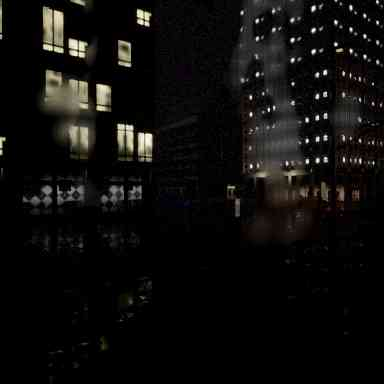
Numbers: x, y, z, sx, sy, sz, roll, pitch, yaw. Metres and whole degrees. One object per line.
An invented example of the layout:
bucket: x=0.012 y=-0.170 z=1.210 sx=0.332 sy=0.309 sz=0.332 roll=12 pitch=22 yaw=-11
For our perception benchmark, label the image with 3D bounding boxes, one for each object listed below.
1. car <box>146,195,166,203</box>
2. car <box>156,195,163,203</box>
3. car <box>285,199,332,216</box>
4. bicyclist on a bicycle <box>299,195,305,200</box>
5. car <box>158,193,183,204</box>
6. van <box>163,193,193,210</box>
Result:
car: x=-6.954 y=1.238 z=63.305 sx=1.887 sy=1.381 sz=4.507 roll=0 pitch=0 yaw=-34
car: x=-6.768 y=1.282 z=58.416 sx=2.033 sy=1.411 sz=5.357 roll=-1 pitch=1 yaw=-35
car: x=11.133 y=1.366 z=31.758 sx=1.882 sy=1.535 sz=5.008 roll=-1 pitch=1 yaw=-33
bicyclist on a bicycle: x=12.950 y=1.117 z=39.221 sx=1.656 sy=1.620 sz=0.582 roll=-1 pitch=1 yaw=-34
car: x=-3.842 y=1.035 z=58.721 sx=2.192 sy=1.841 sz=5.009 roll=0 pitch=0 yaw=-34
van: x=-1.440 y=1.210 z=40.266 sx=1.690 sy=1.788 sz=3.998 roll=0 pitch=0 yaw=-34
